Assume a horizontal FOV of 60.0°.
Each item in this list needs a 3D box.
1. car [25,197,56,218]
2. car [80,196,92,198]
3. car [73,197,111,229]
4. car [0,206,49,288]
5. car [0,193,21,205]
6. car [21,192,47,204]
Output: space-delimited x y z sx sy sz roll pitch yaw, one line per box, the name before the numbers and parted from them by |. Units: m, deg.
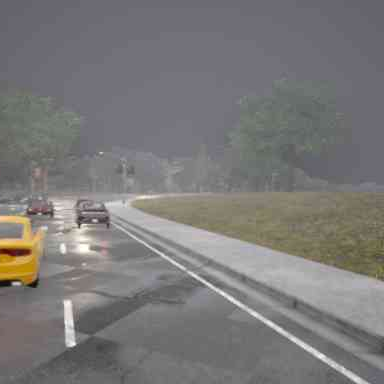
car | -11.901 1.306 26.429 1.895 1.301 4.718 2 0 -20
car | -12.579 1.157 39.399 1.882 1.535 5.008 1 0 -15
car | -6.212 1.349 20.595 2.128 1.511 4.902 2 0 -21
car | -4.894 1.352 8.620 1.882 1.535 5.008 2 0 -22
car | -23.905 0.894 44.062 1.837 1.490 4.892 1 0 -12
car | -20.611 0.822 44.225 2.097 1.767 4.553 1 0 -12
